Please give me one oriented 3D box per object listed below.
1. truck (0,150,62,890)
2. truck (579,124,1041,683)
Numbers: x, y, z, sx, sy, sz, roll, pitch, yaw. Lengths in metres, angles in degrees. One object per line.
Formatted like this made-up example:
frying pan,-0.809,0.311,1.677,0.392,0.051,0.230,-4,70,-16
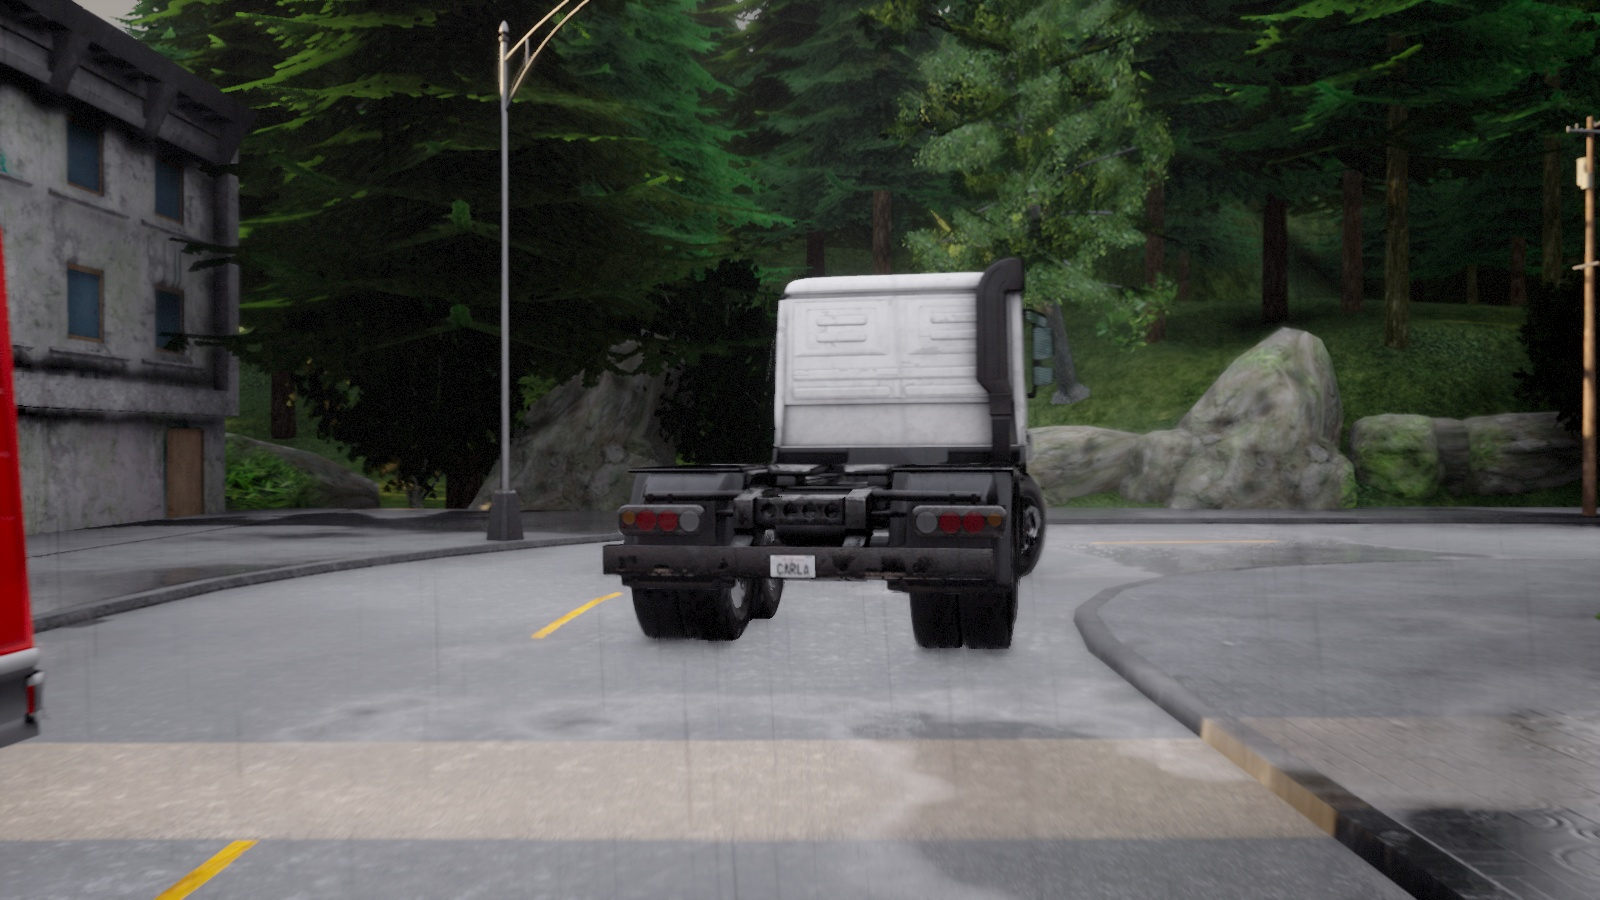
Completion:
truck,-3.983,0.246,1.930,2.627,2.467,5.204,0,0,0
truck,0.758,-0.300,11.954,2.891,3.462,7.936,0,0,12
